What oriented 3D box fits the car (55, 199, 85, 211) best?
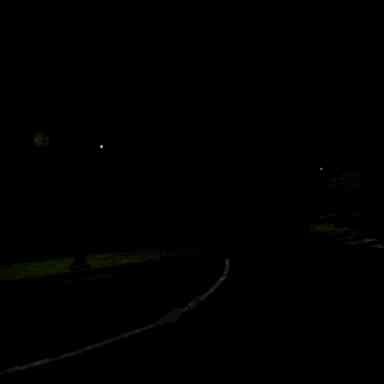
[{"bbox_3d":[-14.869,1.200,38.560,4.605,1.855,1.932,0,0,-37],"label":"car"}]
